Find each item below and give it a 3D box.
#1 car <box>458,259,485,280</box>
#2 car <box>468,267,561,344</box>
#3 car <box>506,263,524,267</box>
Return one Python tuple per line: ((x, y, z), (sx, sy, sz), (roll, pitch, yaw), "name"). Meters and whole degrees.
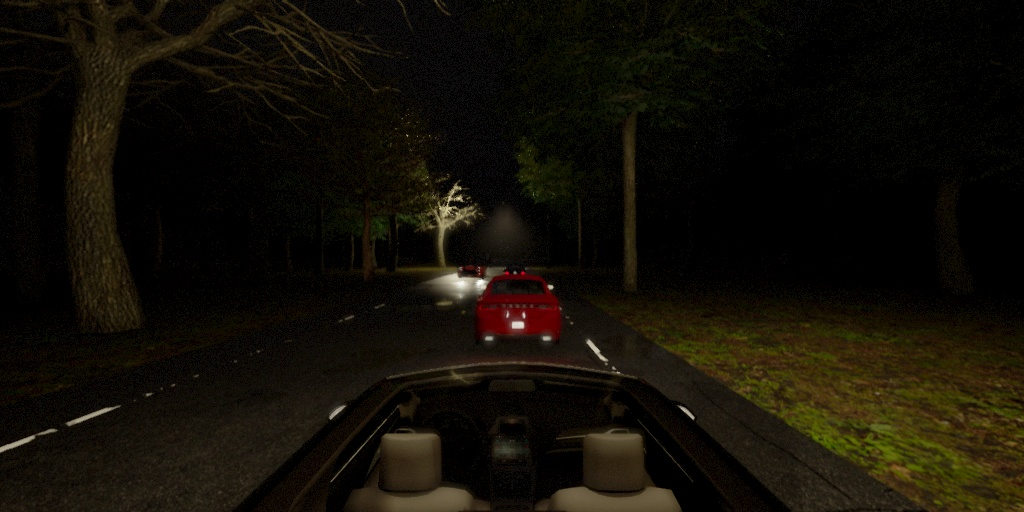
((-3.479, 1.098, 31.607), (2.097, 1.767, 4.553), (0, 0, 0), "car")
((0.130, 1.216, 9.558), (1.882, 1.535, 5.008), (0, 0, 0), "car")
((0.210, 1.288, 28.294), (2.033, 1.411, 5.357), (0, 0, 0), "car")
